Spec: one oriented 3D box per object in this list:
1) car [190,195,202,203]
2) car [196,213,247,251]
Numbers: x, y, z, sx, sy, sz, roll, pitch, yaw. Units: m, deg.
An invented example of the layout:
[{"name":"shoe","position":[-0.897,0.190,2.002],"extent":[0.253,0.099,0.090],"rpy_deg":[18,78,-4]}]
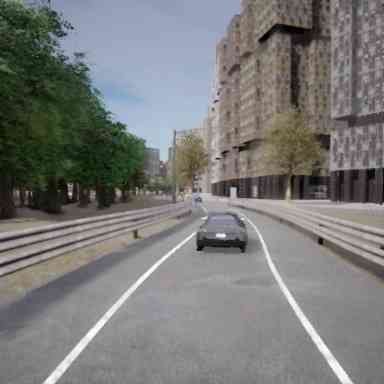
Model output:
[{"name":"car","position":[0.887,1.459,69.937],"extent":[1.812,1.442,4.674],"rpy_deg":[0,0,-11]},{"name":"car","position":[1.331,1.575,14.232],"extent":[1.994,1.385,4.181],"rpy_deg":[0,0,8]}]
